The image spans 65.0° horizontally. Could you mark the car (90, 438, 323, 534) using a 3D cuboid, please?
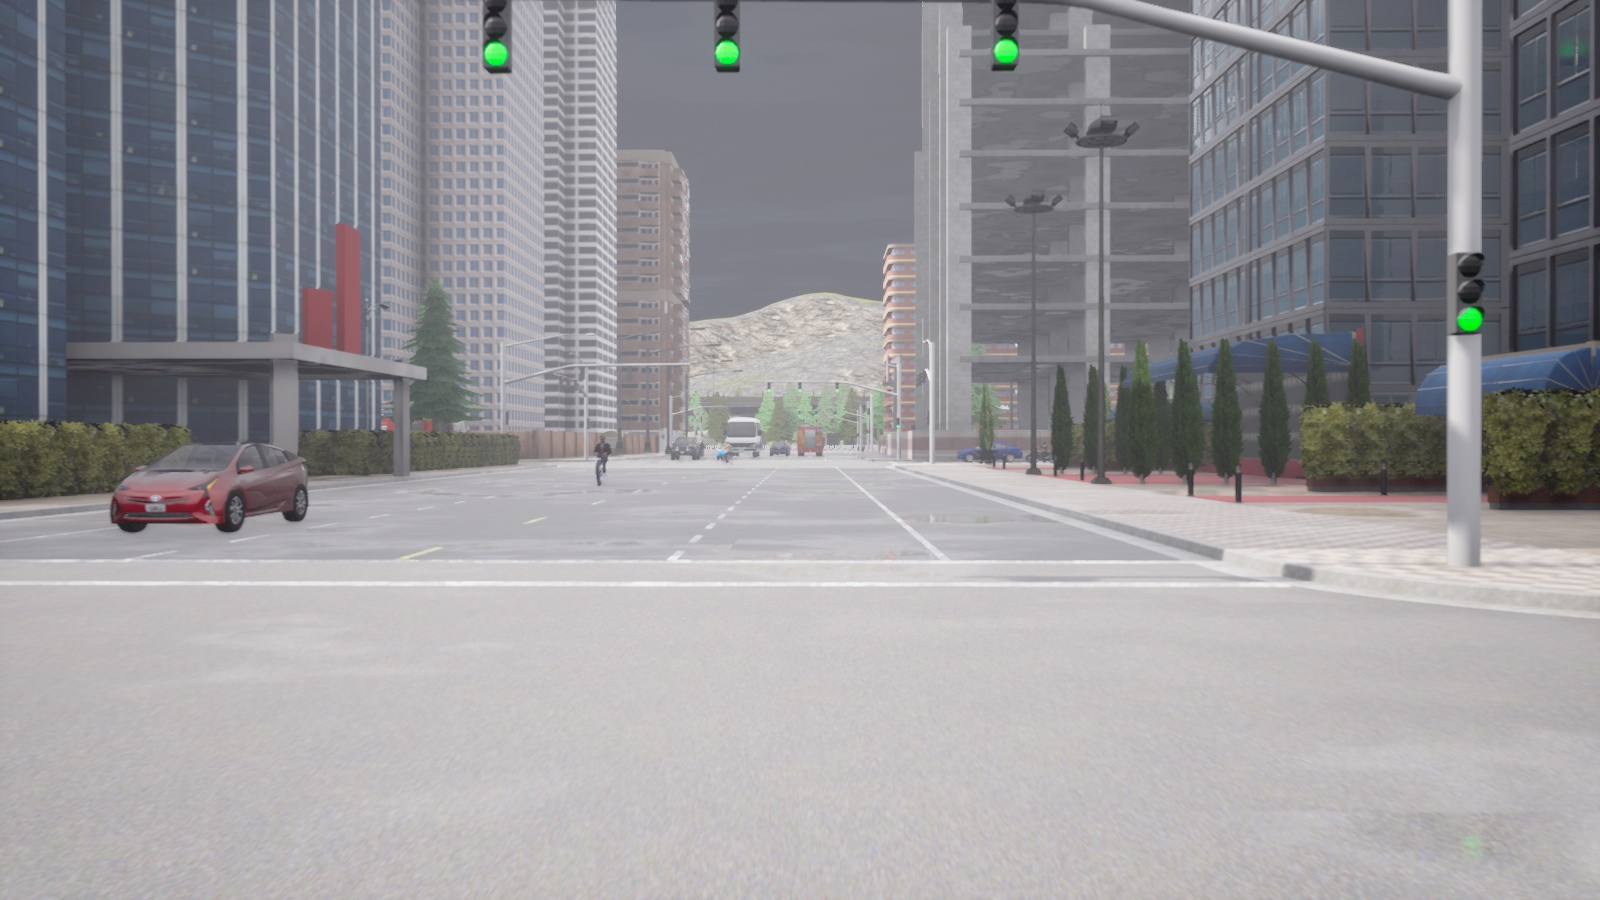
[{"bbox_3d":[-10.357,0.558,22.363,2.007,1.525,4.514,0,1,0],"label":"car"}]

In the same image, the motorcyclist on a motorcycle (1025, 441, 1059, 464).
[{"bbox_3d":[17.741,0.193,92.137,2.350,1.649,0.766,0,0,1],"label":"motorcyclist on a motorcycle"}]

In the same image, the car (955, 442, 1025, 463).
[{"bbox_3d":[14.449,0.198,95.678,5.008,1.535,1.882,0,0,1],"label":"car"}]

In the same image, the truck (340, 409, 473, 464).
[{"bbox_3d":[-27.875,-0.942,89.188,8.468,3.827,2.891,0,0,1],"label":"truck"}]
